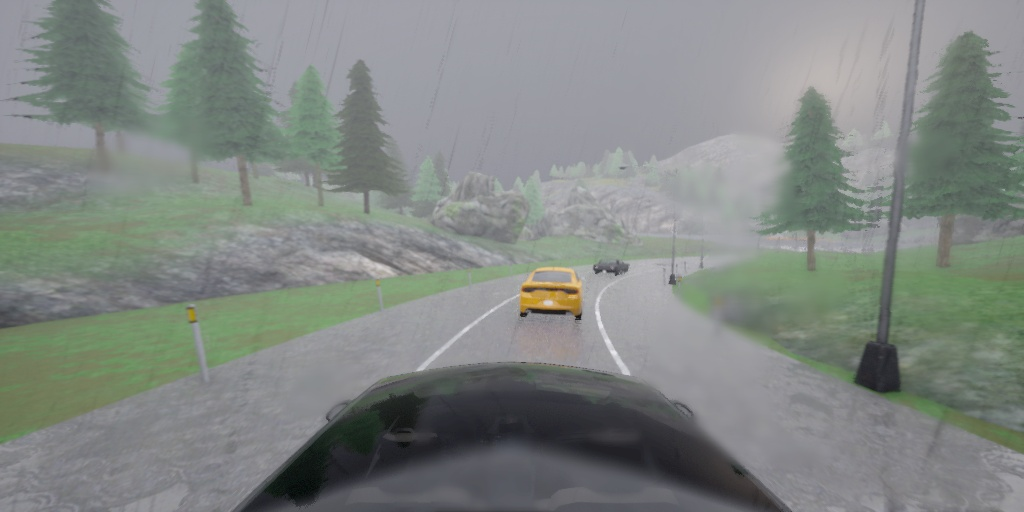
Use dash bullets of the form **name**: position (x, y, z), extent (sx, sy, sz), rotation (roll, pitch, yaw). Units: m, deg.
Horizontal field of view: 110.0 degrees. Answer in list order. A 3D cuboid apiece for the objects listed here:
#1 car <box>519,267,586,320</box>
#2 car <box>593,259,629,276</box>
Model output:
- **car**: position (1.500, 1.126, 12.505), extent (1.882, 1.535, 5.008), rotation (1, 1, 11)
- **car**: position (8.347, 0.868, 29.802), extent (1.895, 1.301, 4.718), rotation (4, 3, 31)
